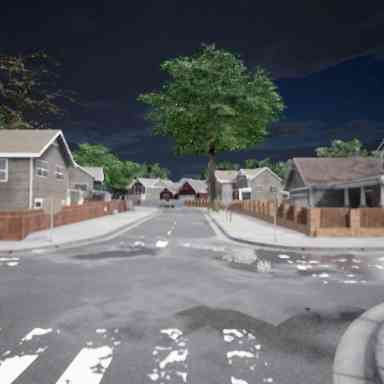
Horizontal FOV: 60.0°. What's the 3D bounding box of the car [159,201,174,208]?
[{"bbox_3d":[-5.095,2.532,66.501,1.994,1.385,4.181,1,-2,-27],"label":"car"}]
